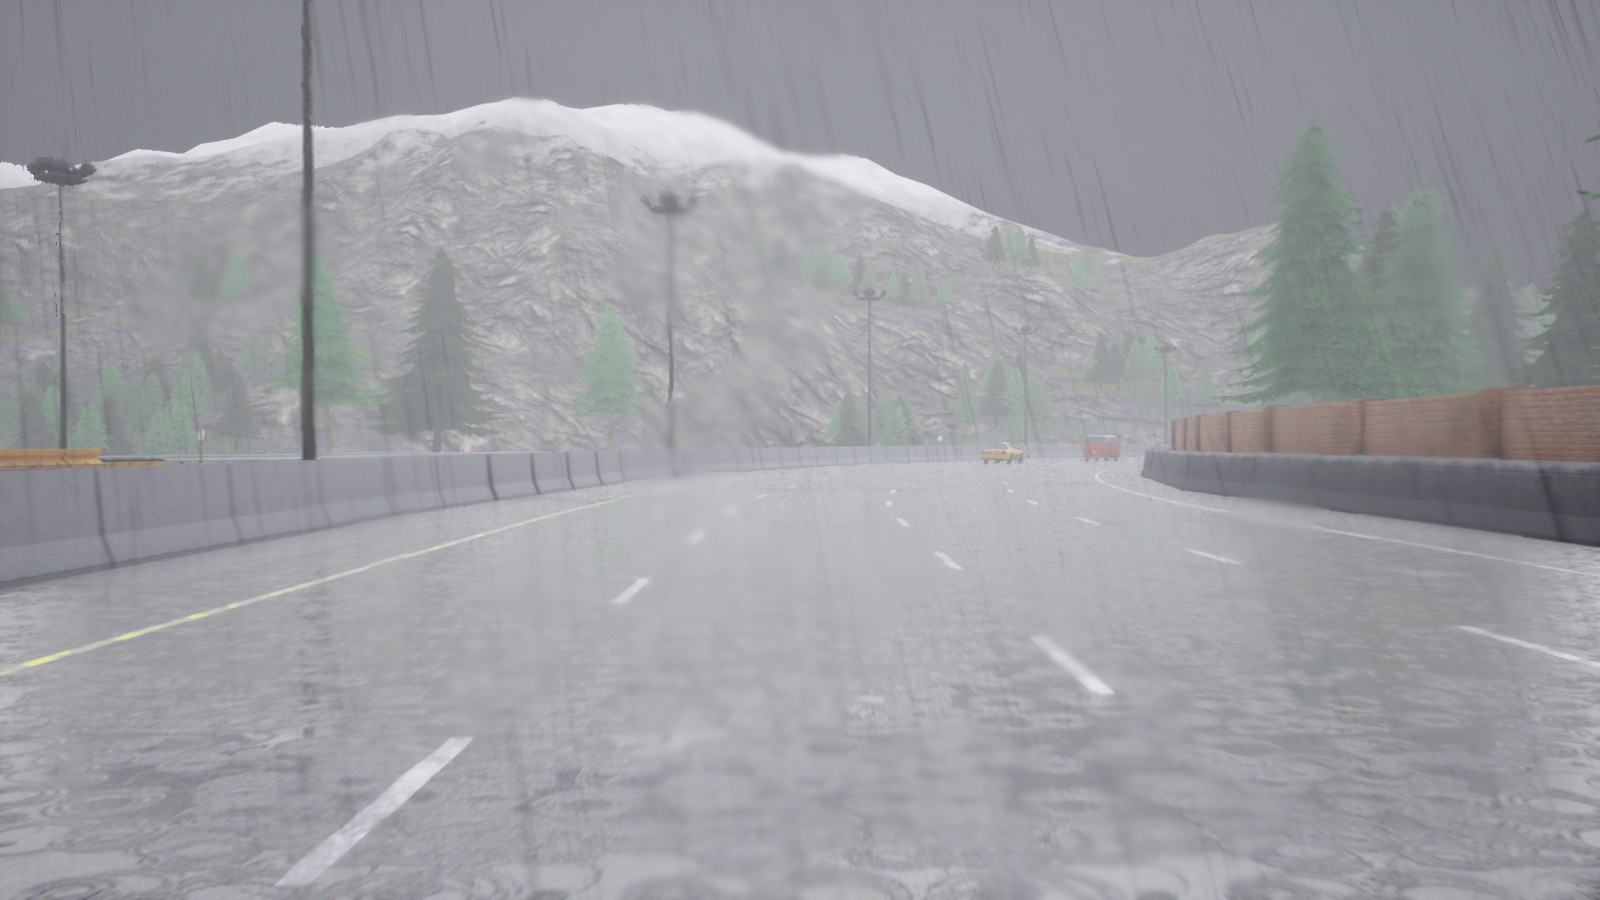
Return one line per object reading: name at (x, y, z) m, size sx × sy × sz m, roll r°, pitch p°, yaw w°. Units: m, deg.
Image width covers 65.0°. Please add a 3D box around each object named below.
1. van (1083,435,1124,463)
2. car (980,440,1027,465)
van at (22.572, -0.086, 93.280) m, size 1.775 × 1.987 × 4.442 m, roll 0°, pitch 0°, yaw 29°
car at (13.508, 0.158, 83.104) m, size 1.801 × 1.575 × 5.366 m, roll 0°, pitch 0°, yaw 24°
